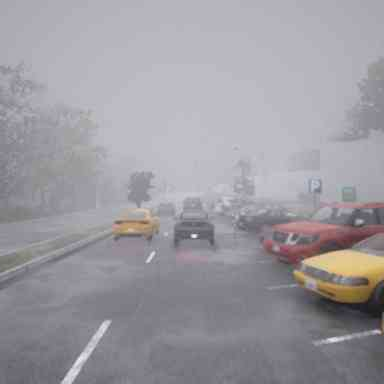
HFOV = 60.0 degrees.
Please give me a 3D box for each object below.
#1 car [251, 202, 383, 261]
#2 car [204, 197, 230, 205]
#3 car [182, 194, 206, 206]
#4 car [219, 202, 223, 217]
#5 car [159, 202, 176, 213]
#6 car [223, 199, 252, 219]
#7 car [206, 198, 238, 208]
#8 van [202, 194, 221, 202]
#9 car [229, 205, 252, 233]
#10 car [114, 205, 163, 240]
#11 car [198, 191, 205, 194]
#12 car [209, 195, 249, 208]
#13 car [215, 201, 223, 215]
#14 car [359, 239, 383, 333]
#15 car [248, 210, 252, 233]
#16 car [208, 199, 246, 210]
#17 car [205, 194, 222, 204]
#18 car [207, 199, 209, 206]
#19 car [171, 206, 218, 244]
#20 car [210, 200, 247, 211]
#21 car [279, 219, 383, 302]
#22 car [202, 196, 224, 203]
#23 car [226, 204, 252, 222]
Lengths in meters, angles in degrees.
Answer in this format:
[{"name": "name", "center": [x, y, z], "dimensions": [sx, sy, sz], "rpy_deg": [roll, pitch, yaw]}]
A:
[{"name": "car", "center": [5.049, 1.343, 10.611], "dimensions": [5.566, 2.045, 2.435], "rpy_deg": [1, 0, -20]}, {"name": "car", "center": [5.042, 1.813, 67.655], "dimensions": [4.792, 1.488, 2.163], "rpy_deg": [1, 0, -20]}, {"name": "car", "center": [0.099, 1.582, 38.013], "dimensions": [2.150, 2.045, 5.566], "rpy_deg": [0, 0, 0]}, {"name": "car", "center": [5.072, 1.837, 28.627], "dimensions": [4.674, 1.452, 2.002], "rpy_deg": [1, 0, -20]}, {"name": "car", "center": [-2.902, 1.853, 38.699], "dimensions": [2.128, 1.511, 4.902], "rpy_deg": [0, 0, 0]}, {"name": "car", "center": [5.101, 1.641, 25.639], "dimensions": [4.553, 1.767, 2.185], "rpy_deg": [1, 0, -20]}, {"name": "car", "center": [5.043, 1.859, 55.649], "dimensions": [4.792, 1.488, 2.163], "rpy_deg": [1, 1, -20]}, {"name": "van", "center": [4.962, 1.487, 85.541], "dimensions": [4.442, 1.987, 1.878], "rpy_deg": [1, 1, -20]}, {"name": "car", "center": [5.062, 1.701, 19.627], "dimensions": [5.008, 1.535, 2.097], "rpy_deg": [1, -1, -20]}, {"name": "car", "center": [-2.901, 1.675, 18.206], "dimensions": [1.882, 1.535, 5.008], "rpy_deg": [0, -1, 0]}, {"name": "car", "center": [5.045, 1.474, 82.588], "dimensions": [5.566, 2.045, 2.435], "rpy_deg": [1, 0, -20]}, {"name": "car", "center": [5.098, 1.584, 34.652], "dimensions": [5.566, 2.045, 2.435], "rpy_deg": [1, 0, -20]}, {"name": "car", "center": [5.095, 1.846, 31.652], "dimensions": [4.792, 1.488, 2.163], "rpy_deg": [1, -1, -20]}, {"name": "car", "center": [5.243, 1.531, 4.690], "dimensions": [5.366, 1.575, 1.946], "rpy_deg": [1, -1, -20]}, {"name": "car", "center": [5.044, 1.657, 13.611], "dimensions": [4.792, 1.488, 2.163], "rpy_deg": [1, 0, -20]}, {"name": "car", "center": [5.240, 1.849, 49.726], "dimensions": [5.366, 1.575, 1.946], "rpy_deg": [1, 0, -20]}, {"name": "car", "center": [5.046, 1.609, 43.633], "dimensions": [5.566, 2.045, 2.435], "rpy_deg": [1, 0, -20]}, {"name": "car", "center": [4.897, 1.842, 37.579], "dimensions": [5.366, 1.575, 1.946], "rpy_deg": [1, 0, -20]}, {"name": "car", "center": [0.099, 1.686, 16.867], "dimensions": [1.837, 1.490, 4.892], "rpy_deg": [0, -1, 0]}, {"name": "car", "center": [5.073, 1.896, 46.653], "dimensions": [4.674, 1.452, 2.002], "rpy_deg": [1, 0, -20]}, {"name": "car", "center": [4.896, 1.554, 7.556], "dimensions": [5.366, 1.575, 1.946], "rpy_deg": [1, 0, -20]}, {"name": "car", "center": [5.061, 1.738, 79.620], "dimensions": [4.892, 1.521, 2.231], "rpy_deg": [1, 0, -20]}, {"name": "car", "center": [5.072, 1.776, 22.627], "dimensions": [4.674, 1.452, 2.002], "rpy_deg": [1, 0, -20]}]
